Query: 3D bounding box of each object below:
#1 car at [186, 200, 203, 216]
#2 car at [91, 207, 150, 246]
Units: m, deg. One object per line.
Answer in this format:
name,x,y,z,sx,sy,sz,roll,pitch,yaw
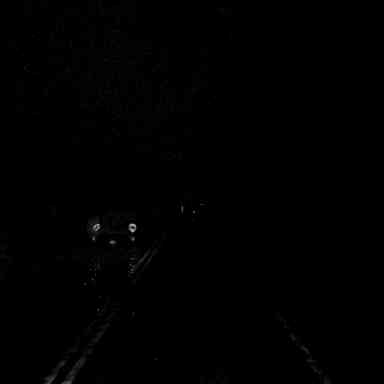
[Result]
car,0.288,2.145,41.441,1.837,1.490,4.892,0,-1,1
car,-3.340,1.567,16.250,2.097,1.767,4.553,0,-1,0
